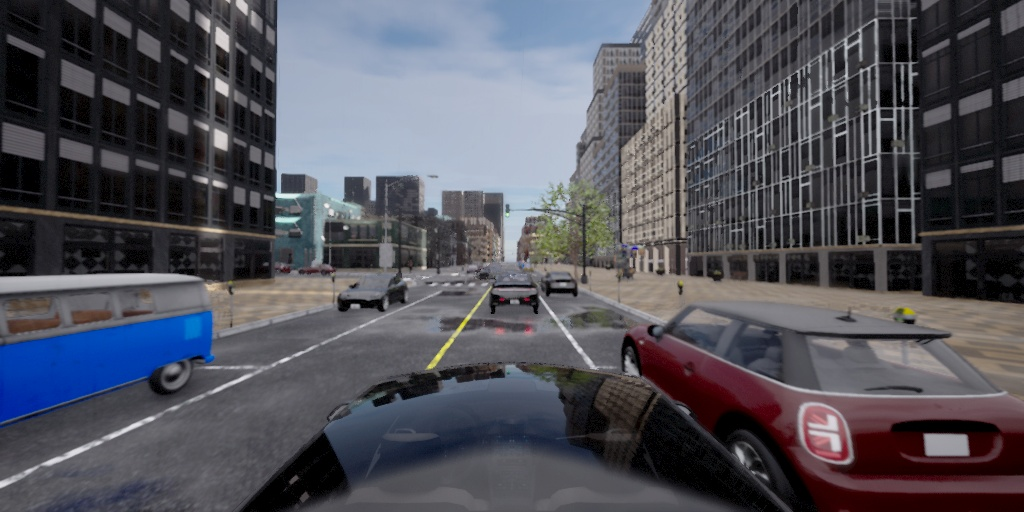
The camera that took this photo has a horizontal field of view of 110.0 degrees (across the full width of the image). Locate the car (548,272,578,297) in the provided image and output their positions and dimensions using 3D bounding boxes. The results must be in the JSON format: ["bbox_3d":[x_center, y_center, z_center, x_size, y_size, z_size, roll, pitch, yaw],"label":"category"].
[{"bbox_3d":[2.671,1.552,20.772,1.948,1.339,4.313,0,0,0],"label":"car"}]

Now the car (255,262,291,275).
[{"bbox_3d":[-28.412,1.379,42.051,4.097,1.591,1.967,0,0,-1],"label":"car"}]

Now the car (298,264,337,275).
[{"bbox_3d":[-22.864,1.590,42.134,4.207,1.307,1.802,0,0,-1],"label":"car"}]

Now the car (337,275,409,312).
[{"bbox_3d":[-5.703,1.483,15.223,1.948,1.339,4.313,0,0,0],"label":"car"}]

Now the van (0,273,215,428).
[{"bbox_3d":[-5.691,1.121,4.146,1.690,1.789,3.998,0,0,0],"label":"van"}]

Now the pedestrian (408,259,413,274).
[{"bbox_3d":[-12.796,1.327,45.248,0.375,1.860,0.375,0,-2,-1],"label":"pedestrian"}]

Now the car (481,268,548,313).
[{"bbox_3d":[0.087,1.404,14.861,2.128,1.511,4.902,0,-1,0],"label":"car"}]

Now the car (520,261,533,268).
[{"bbox_3d":[2.629,1.984,58.968,1.751,1.417,4.829,0,0,0],"label":"car"}]

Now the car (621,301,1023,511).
[{"bbox_3d":[2.690,1.220,4.155,1.967,1.591,4.097,0,0,0],"label":"car"}]

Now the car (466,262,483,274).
[{"bbox_3d":[-5.745,1.972,53.236,1.802,1.307,4.207,0,0,0],"label":"car"}]

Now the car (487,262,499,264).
[{"bbox_3d":[-3.113,1.876,64.028,2.097,1.767,4.553,0,-1,0],"label":"car"}]

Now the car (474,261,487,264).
[{"bbox_3d":[-5.752,1.773,58.786,2.192,1.841,5.009,0,0,0],"label":"car"}]

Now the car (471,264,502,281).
[{"bbox_3d":[-1.917,1.712,33.794,1.994,1.385,4.181,1,-1,-27],"label":"car"}]
